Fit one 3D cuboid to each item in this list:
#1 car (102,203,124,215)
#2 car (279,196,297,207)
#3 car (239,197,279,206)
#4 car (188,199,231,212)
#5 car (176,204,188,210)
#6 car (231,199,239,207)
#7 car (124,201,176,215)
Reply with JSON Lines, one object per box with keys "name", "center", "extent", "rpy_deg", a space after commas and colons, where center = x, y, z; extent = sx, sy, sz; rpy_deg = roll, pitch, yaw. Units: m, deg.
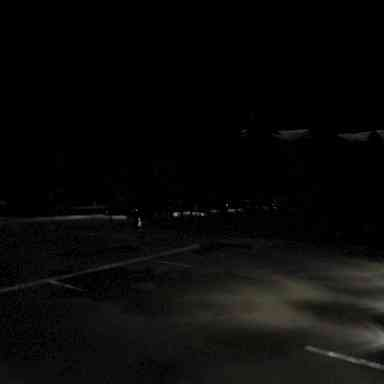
{"name": "car", "center": [-7.574, 1.843, 37.116], "extent": [1.895, 1.301, 4.718], "rpy_deg": [-1, 0, 43]}
{"name": "car", "center": [14.383, 1.533, 54.667], "extent": [4.553, 1.767, 2.097], "rpy_deg": [0, 0, -28]}
{"name": "car", "center": [9.608, 1.670, 47.544], "extent": [4.902, 1.511, 2.128], "rpy_deg": [0, 0, -35]}
{"name": "car", "center": [2.228, 1.705, 41.807], "extent": [4.892, 1.490, 1.837], "rpy_deg": [0, 0, -41]}
{"name": "car", "center": [-1.123, 1.756, 43.494], "extent": [4.674, 1.442, 1.812], "rpy_deg": [0, 0, -42]}
{"name": "car", "center": [6.275, 1.758, 49.595], "extent": [5.357, 1.411, 2.033], "rpy_deg": [0, 0, -37]}
{"name": "car", "center": [-4.416, 1.718, 35.313], "extent": [1.837, 1.490, 4.892], "rpy_deg": [-1, 0, 43]}
